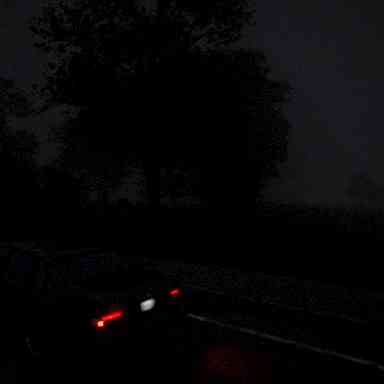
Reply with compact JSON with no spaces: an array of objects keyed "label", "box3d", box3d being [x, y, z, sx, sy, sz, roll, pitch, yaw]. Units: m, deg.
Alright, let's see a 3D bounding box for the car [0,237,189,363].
[{"label":"car","box3d":[-2.625,1.544,5.863,5.357,1.411,2.033,0,0,35]}]
